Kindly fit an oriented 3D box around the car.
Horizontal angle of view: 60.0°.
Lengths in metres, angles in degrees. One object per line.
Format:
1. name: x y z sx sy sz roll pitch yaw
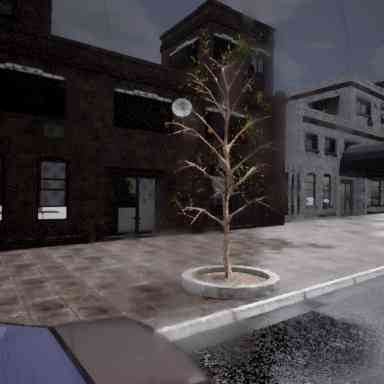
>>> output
1. car: -2.284 1.547 1.468 5.357 1.411 2.033 0 0 -35
